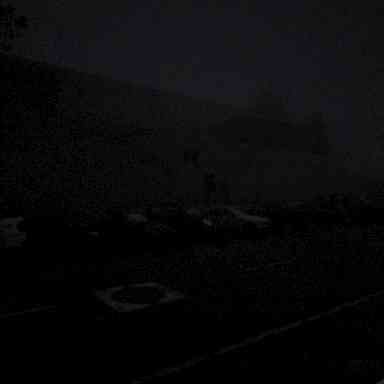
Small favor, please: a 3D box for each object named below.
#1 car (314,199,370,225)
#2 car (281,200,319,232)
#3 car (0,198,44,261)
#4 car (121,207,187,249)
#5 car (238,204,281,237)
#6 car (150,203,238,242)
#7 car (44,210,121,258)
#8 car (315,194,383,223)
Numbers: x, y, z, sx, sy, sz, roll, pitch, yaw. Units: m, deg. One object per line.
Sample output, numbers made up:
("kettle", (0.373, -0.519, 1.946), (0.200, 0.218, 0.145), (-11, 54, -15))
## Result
("car", (9.418, 1.449, 23.234), (4.792, 1.488, 2.163), (-1, -1, 34))
("car", (4.508, 1.454, 19.757), (5.008, 1.535, 2.097), (-1, 0, 35))
("car", (-7.748, 1.239, 11.067), (5.566, 2.045, 2.435), (-1, -1, 35))
("car", (-2.827, 1.532, 14.541), (4.674, 1.452, 2.002), (-1, -1, 35))
("car", (2.059, 1.509, 18.024), (4.674, 1.452, 2.002), (-1, -1, 35))
("car", (-0.411, 1.355, 16.300), (4.553, 1.767, 2.185), (-1, -1, 35))
("car", (-5.304, 1.521, 12.805), (4.792, 1.488, 2.163), (-1, -1, 35))
("car", (11.860, 1.154, 24.981), (5.566, 2.045, 2.435), (-1, -1, 34))
